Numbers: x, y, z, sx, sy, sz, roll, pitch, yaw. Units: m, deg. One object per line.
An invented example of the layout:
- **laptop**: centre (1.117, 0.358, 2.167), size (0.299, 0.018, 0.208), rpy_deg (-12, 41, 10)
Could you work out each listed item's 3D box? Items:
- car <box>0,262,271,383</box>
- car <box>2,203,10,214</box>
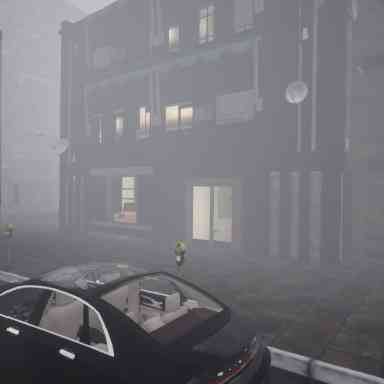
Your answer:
- **car**: centre (-1.294, 1.550, 3.935), size (4.403, 1.369, 2.008), rpy_deg (0, 1, 35)
- **car**: centre (-21.533, 1.623, 34.882), size (2.008, 1.369, 4.403), rpy_deg (1, 0, 36)
